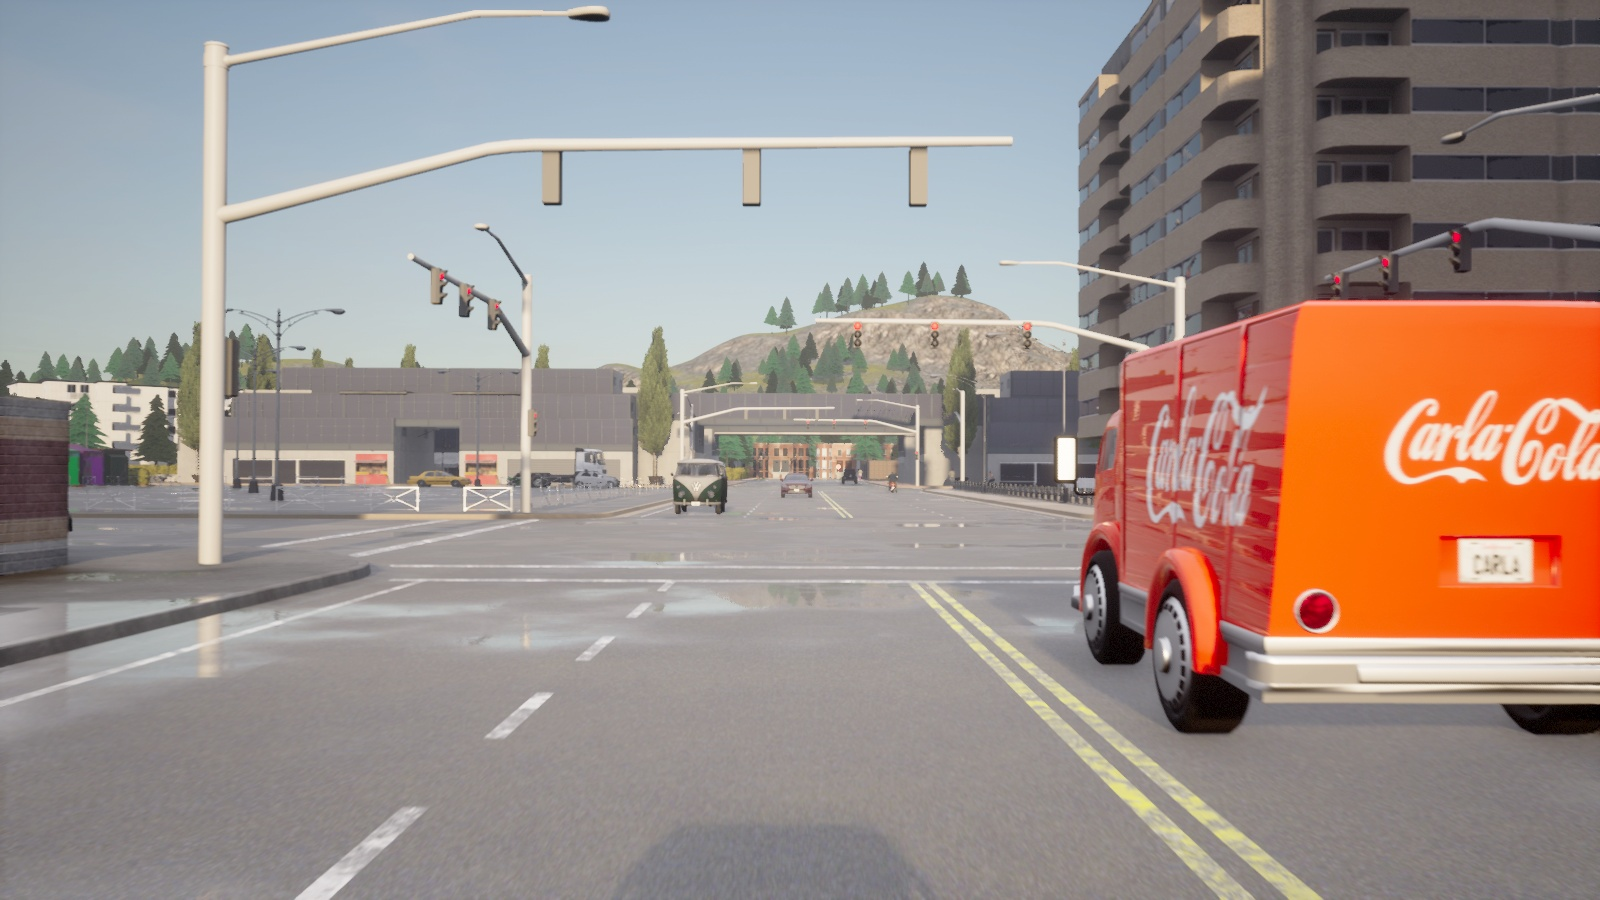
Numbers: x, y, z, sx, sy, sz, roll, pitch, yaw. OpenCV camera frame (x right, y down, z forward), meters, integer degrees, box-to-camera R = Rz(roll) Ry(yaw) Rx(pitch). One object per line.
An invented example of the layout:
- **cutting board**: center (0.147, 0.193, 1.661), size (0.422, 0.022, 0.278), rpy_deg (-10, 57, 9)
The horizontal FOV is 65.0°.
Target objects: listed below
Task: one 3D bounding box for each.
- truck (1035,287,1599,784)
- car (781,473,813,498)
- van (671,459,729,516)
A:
- **truck**: center (3.477, 0.462, 8.862), size (2.627, 2.467, 5.204), rpy_deg (0, -1, 0)
- **car**: center (-0.178, 2.081, 74.066), size (1.812, 1.442, 4.674), rpy_deg (0, -1, 0)
- **van**: center (-3.611, 1.353, 45.971), size (1.775, 1.987, 4.442), rpy_deg (0, -1, 0)
